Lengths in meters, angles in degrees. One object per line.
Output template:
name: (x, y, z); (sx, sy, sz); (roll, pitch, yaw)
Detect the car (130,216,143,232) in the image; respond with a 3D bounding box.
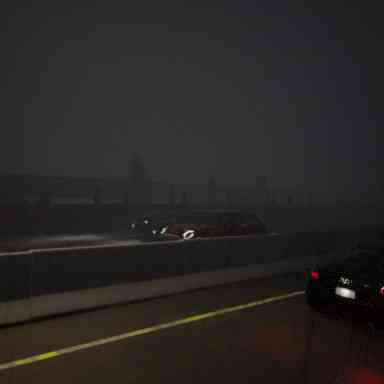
car: (-1.321, 1.714, 20.249); (4.902, 1.511, 2.128); (2, -1, -35)

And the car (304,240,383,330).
car: (4.208, 1.707, 6.750); (4.181, 1.385, 1.994); (2, -1, -36)

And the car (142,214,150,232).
car: (0.214, 1.714, 17.046); (4.892, 1.490, 1.837); (2, -1, -35)

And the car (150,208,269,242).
car: (0.949, 1.522, 13.271); (4.553, 1.767, 2.097); (2, -1, -35)
